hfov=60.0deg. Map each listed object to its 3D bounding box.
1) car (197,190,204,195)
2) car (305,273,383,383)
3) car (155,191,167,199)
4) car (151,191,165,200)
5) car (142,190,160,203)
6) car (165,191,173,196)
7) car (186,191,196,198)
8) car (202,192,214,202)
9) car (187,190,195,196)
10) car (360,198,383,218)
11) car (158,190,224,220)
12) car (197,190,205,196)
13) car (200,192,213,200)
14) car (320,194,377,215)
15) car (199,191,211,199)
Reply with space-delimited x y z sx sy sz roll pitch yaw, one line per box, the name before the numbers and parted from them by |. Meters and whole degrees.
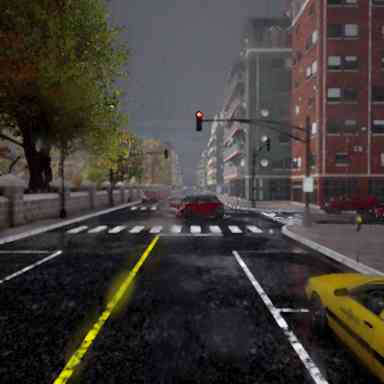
car | 2.387 0.194 91.296 1.887 1.381 4.507 0 1 0
car | 2.676 1.466 3.629 1.752 1.417 4.829 0 1 0
car | -5.903 0.595 63.595 1.887 1.381 4.507 0 1 0
car | -5.885 0.570 58.059 1.967 1.590 4.097 0 1 0
car | -5.849 0.606 46.988 2.192 1.841 5.009 0 1 0
car | -5.975 0.314 85.734 1.802 1.307 4.206 0 1 0
car | -0.234 0.461 72.318 2.033 1.411 5.357 0 1 0
car | 2.514 0.729 52.724 1.752 1.417 4.829 0 1 0
car | -0.270 0.325 82.728 1.994 1.385 4.181 0 1 0
car | 16.952 1.457 27.901 4.181 1.385 1.994 1 1 0
car | 0.182 0.986 23.752 4.553 1.767 2.097 -1 2 -42
car | 2.405 0.272 85.762 1.887 1.381 4.507 0 1 0
car | 2.496 0.671 58.088 1.887 1.381 4.507 0 1 0
car | 14.515 1.116 30.488 5.009 1.841 2.192 1 0 0
car | 2.478 0.597 63.624 2.008 1.369 4.403 0 1 0
